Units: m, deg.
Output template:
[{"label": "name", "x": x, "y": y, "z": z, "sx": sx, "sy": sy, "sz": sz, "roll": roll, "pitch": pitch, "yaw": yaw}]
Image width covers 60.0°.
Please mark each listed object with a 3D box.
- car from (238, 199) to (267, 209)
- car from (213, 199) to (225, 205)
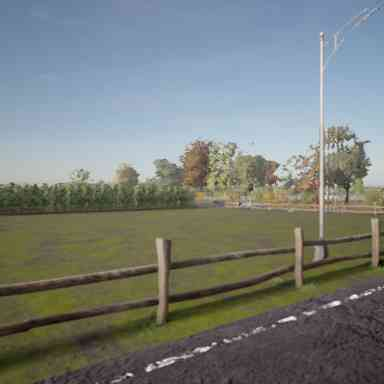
[{"label": "car", "x": 10.214, "y": 2.122, "z": 54.735, "sx": 1.895, "sy": 1.301, "sz": 4.718, "roll": -1, "pitch": 0, "yaw": -27}, {"label": "car", "x": 6.219, "y": 2.209, "z": 74.629, "sx": 1.812, "sy": 1.442, "sz": 4.674, "roll": 0, "pitch": -1, "yaw": -16}]
